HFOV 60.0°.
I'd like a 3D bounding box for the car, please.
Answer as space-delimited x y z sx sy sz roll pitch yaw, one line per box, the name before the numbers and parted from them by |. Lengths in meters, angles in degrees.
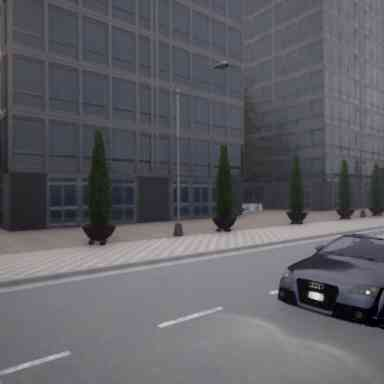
car | 3.695 1.604 6.961 4.181 1.385 1.994 0 -1 -38
